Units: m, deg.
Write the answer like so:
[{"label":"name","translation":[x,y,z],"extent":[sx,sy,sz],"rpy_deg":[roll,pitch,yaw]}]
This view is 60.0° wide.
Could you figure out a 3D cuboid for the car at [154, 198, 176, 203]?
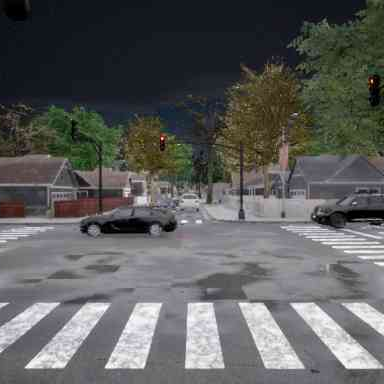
[{"label":"car","translation":[-3.032,1.567,32.879],"extent":[2.033,1.411,5.357],"rpy_deg":[0,0,0]}]

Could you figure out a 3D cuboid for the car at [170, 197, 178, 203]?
[{"label":"car","translation":[-3.013,1.594,42.768],"extent":[1.994,1.385,4.181],"rpy_deg":[0,0,0]}]

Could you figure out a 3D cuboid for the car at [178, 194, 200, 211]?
[{"label":"car","translation":[-0.206,1.249,40.741],"extent":[2.150,2.045,5.566],"rpy_deg":[0,0,1]}]

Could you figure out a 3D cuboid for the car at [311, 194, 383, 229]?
[{"label":"car","translation":[10.316,1.149,20.512],"extent":[5.566,2.045,2.150],"rpy_deg":[0,0,0]}]

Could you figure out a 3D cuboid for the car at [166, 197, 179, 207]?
[{"label":"car","translation":[-3.032,1.568,53.018],"extent":[1.812,1.442,4.674],"rpy_deg":[0,0,0]}]

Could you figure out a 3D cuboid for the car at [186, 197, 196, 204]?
[{"label":"car","translation":[-0.208,1.627,66.659],"extent":[1.994,1.385,4.181],"rpy_deg":[0,0,0]}]

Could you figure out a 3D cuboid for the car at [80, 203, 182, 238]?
[{"label":"car","translation":[-3.209,1.486,17.270],"extent":[5.008,1.535,1.882],"rpy_deg":[0,0,0]}]
